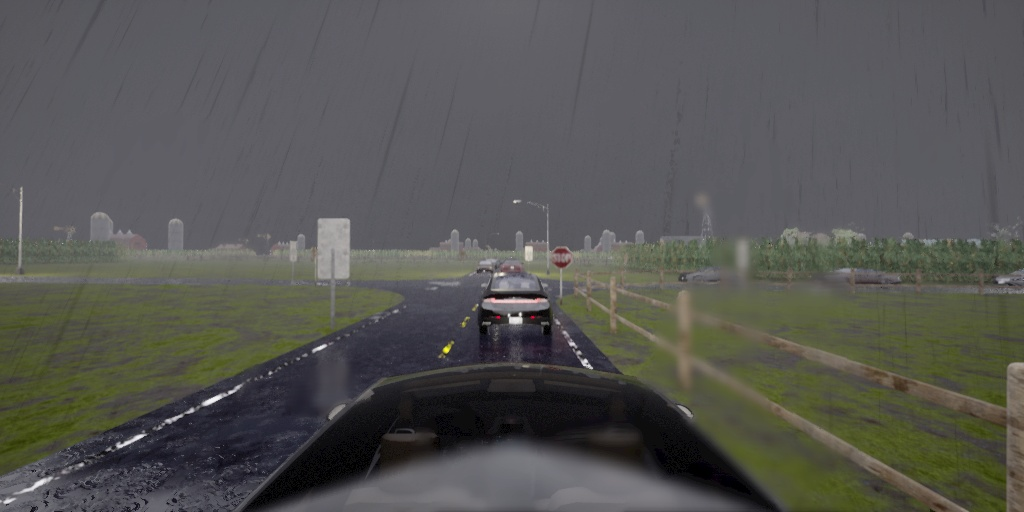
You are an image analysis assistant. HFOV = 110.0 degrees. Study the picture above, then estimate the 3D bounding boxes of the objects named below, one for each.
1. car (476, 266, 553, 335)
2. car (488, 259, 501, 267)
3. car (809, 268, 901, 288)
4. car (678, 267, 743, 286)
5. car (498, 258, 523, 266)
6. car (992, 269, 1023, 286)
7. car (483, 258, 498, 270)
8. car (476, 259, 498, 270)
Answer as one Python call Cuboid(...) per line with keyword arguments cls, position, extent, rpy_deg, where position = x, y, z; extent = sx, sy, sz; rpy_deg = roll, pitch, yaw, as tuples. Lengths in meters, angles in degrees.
Cuboid(cls="car", position=(0.075, 1.227, 10.448), extent=(2.128, 1.511, 4.902), rpy_deg=(0, 0, 0))
Cuboid(cls="car", position=(-2.989, 1.171, 61.254), extent=(1.994, 1.385, 4.181), rpy_deg=(0, 0, 1))
Cuboid(cls="car", position=(25.112, 1.580, 26.273), extent=(5.357, 1.411, 2.033), rpy_deg=(1, -1, 0))
Cuboid(cls="car", position=(14.502, 1.472, 26.274), extent=(4.181, 1.385, 1.994), rpy_deg=(1, -1, 0))
Cuboid(cls="car", position=(0.001, 1.036, 33.708), extent=(2.097, 1.767, 4.553), rpy_deg=(0, 0, 0))
Cuboid(cls="car", position=(38.350, 1.682, 26.251), extent=(4.902, 1.511, 2.128), rpy_deg=(0, -1, 0))
Cuboid(cls="car", position=(-2.988, 1.116, 51.027), extent=(1.882, 1.535, 5.008), rpy_deg=(0, 0, 0))
Cuboid(cls="car", position=(-2.971, 1.213, 40.931), extent=(2.033, 1.411, 5.357), rpy_deg=(0, 0, 0))
